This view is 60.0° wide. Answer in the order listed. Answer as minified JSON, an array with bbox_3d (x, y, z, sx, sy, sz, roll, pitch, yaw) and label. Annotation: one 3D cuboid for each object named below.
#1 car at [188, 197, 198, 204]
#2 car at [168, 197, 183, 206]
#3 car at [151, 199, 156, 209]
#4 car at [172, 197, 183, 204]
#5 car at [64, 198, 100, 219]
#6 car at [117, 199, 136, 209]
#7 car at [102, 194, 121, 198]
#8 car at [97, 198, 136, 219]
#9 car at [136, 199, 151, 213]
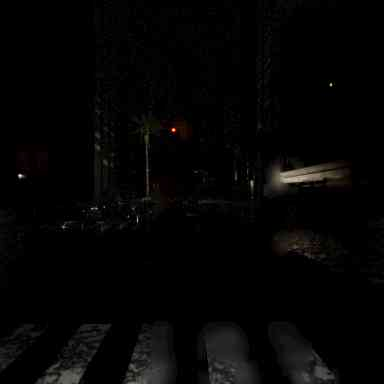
[{"bbox_3d":[0.232,1.791,69.812,1.994,1.385,4.181,0,0,0],"label":"car"},{"bbox_3d":[-3.041,1.706,59.500,1.812,1.442,4.674,0,0,0],"label":"car"},{"bbox_3d":[-6.500,1.735,48.939,1.895,1.301,4.718,0,0,0],"label":"car"},{"bbox_3d":[-3.018,1.791,69.793,1.994,1.385,4.181,0,0,0],"label":"car"},{"bbox_3d":[-9.793,1.544,29.847,1.882,1.535,5.008,0,0,0],"label":"car"},{"bbox_3d":[-9.744,1.701,49.754,1.994,1.385,4.181,0,0,0],"label":"car"},{"bbox_3d":[-9.780,1.320,39.793,2.150,2.045,5.566,0,0,0],"label":"car"},{"bbox_3d":[-6.547,1.543,29.583,1.882,1.535,5.008,0,0,0],"label":"car"},{"bbox_3d":[-6.528,1.587,39.051,2.128,1.511,4.902,0,0,0],"label":"car"}]
